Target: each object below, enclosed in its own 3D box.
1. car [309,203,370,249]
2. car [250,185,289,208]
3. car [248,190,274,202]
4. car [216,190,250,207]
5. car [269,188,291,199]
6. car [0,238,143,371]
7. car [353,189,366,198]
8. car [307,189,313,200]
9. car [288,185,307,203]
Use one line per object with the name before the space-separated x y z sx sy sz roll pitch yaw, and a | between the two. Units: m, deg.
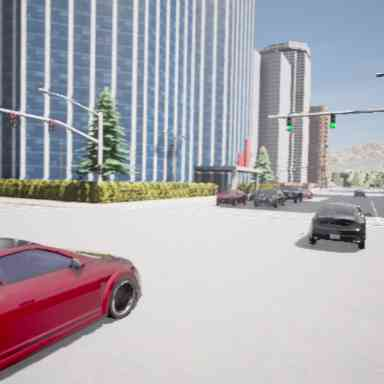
car | 5.917 1.203 13.275 1.837 1.490 4.892 2 2 28
car | 7.484 0.504 31.747 2.097 1.767 4.553 2 2 28
car | 8.641 0.435 41.498 1.994 1.385 4.181 2 2 28
car | 4.006 0.525 32.655 1.882 1.535 5.008 2 2 28
car | 13.416 0.185 50.464 2.128 1.511 4.902 2 2 28
car | -2.531 1.348 4.682 1.994 1.385 4.181 2 2 28
car | 31.060 0.255 61.554 1.812 1.442 4.674 2 2 28
car | 16.911 0.323 49.600 1.812 1.442 4.674 2 2 28
car | 12.058 0.199 40.455 2.150 2.045 5.566 2 2 28
